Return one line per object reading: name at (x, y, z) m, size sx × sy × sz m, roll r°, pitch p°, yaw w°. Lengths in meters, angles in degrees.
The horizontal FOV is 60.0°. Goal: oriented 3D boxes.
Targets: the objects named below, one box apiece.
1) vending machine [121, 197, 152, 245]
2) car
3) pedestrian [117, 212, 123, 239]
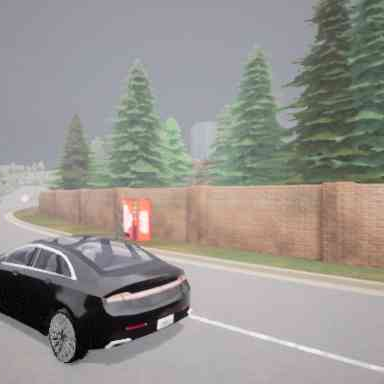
vending machine at (-2.562, 1.298, 15.401) m, size 0.880 × 2.100 × 1.100 m, roll 0°, pitch -1°, yaw 44°
car at (-2.239, 1.533, 5.976) m, size 4.902 × 1.511 × 2.128 m, roll 0°, pitch 0°, yaw 39°
pedestrian at (-3.332, 1.525, 15.665) m, size 0.375 × 1.300 × 0.375 m, roll 0°, pitch -1°, yaw 44°
